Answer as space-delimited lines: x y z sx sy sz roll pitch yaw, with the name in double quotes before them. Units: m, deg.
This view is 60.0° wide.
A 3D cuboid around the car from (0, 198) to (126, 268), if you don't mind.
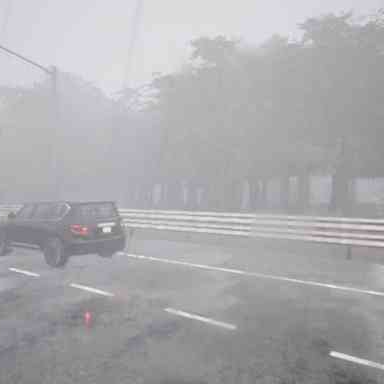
"car" -4.730 1.243 11.552 5.566 2.045 2.150 0 0 36
